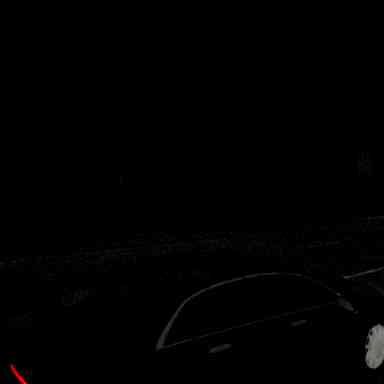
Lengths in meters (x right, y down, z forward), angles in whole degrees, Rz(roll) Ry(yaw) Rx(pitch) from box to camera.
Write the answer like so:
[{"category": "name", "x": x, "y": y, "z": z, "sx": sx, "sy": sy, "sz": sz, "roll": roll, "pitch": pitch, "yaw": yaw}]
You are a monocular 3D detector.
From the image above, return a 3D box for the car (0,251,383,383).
[{"category": "car", "x": 0.507, "y": 1.489, "z": 3.924, "sx": 4.892, "sy": 1.490, "sz": 1.837, "roll": 0, "pitch": 0, "yaw": -35}]
